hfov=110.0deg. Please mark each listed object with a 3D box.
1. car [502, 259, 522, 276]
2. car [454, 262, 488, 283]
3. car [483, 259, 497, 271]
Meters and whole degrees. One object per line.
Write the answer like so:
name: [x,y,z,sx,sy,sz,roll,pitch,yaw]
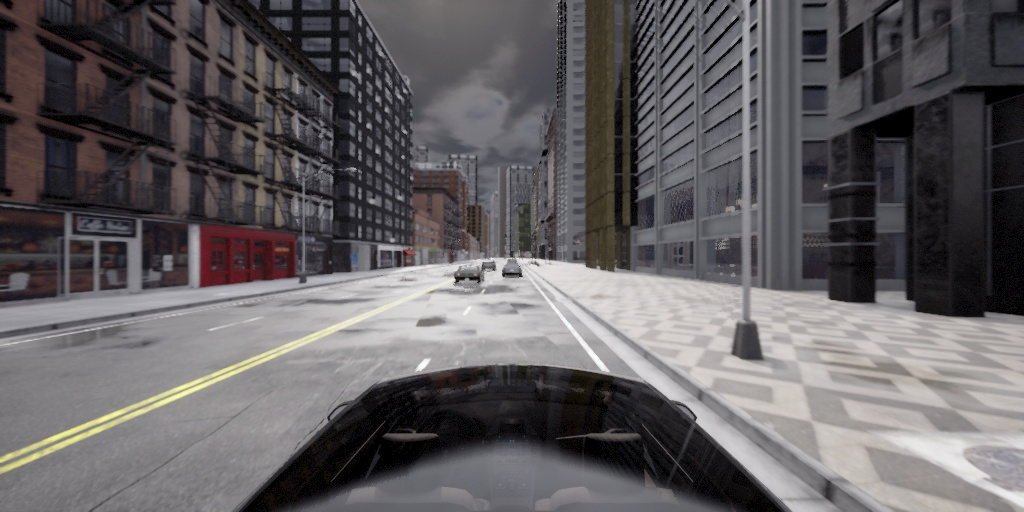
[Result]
car: [0.016,1.327,35.861,1.994,1.385,4.181,0,0,0]
car: [-3.152,1.334,27.329,1.895,1.301,4.718,0,0,0]
car: [-3.153,1.211,49.420,2.128,1.511,4.902,0,0,0]
